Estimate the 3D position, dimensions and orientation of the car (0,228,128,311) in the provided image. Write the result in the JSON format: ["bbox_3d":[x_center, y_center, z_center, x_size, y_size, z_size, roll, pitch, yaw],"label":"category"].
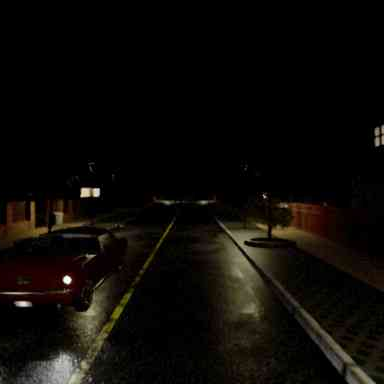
[{"bbox_3d":[-2.867,1.588,7.846,1.895,1.301,4.718,0,0,0],"label":"car"}]

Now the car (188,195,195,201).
[{"bbox_3d":[-0.194,1.564,85.902,1.882,1.535,5.008,0,0,0],"label":"car"}]

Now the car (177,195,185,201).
[{"bbox_3d":[-2.953,1.542,89.902,2.097,1.767,4.553,0,0,0],"label":"car"}]
